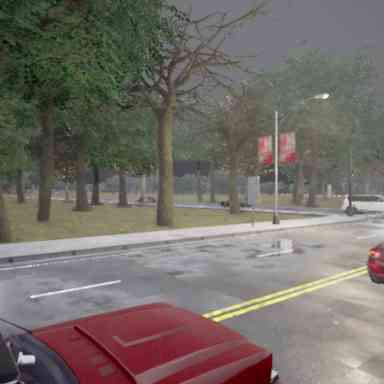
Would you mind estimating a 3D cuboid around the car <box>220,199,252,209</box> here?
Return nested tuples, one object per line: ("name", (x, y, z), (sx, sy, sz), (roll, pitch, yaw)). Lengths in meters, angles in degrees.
("car", (6.029, 1.587, 44.557), (1.895, 1.301, 4.718), (0, 0, -38))

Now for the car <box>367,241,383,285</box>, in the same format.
("car", (6.081, 1.530, 8.291), (4.674, 1.442, 1.812), (0, 0, -38))

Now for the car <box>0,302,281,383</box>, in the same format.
("car", (-1.495, 1.601, 2.294), (4.718, 1.301, 1.895), (0, 0, -38))

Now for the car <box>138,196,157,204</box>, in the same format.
("car", (-8.451, 1.480, 63.040), (1.837, 1.490, 4.892), (0, -1, -38))

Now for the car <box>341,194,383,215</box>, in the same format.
("car", (17.009, 1.235, 31.164), (2.150, 2.045, 5.566), (0, 0, -44))
